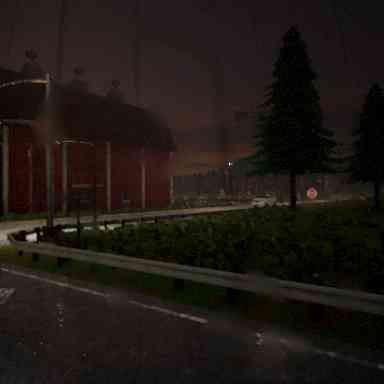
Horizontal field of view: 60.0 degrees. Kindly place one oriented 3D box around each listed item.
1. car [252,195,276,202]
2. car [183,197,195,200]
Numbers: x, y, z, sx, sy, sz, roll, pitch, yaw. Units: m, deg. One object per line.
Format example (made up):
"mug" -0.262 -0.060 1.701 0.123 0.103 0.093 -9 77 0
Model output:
"car" 11.720 1.435 53.816 2.150 2.045 5.566 -1 -1 37
"car" -0.820 1.991 83.005 1.816 1.474 4.193 -1 0 36
